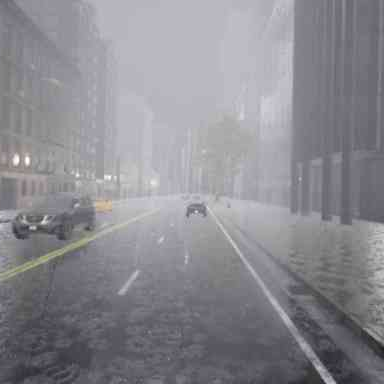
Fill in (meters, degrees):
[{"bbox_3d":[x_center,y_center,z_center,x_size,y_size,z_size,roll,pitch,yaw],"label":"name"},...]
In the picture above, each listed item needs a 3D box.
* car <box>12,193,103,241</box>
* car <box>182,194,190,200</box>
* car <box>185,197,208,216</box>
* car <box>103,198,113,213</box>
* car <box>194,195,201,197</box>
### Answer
[{"bbox_3d":[-6.369,1.079,16.179,2.150,2.045,5.566,1,0,1],"label":"car"},{"bbox_3d":[-1.924,1.510,93.985,1.994,1.385,4.181,1,0,1],"label":"car"},{"bbox_3d":[0.452,1.503,32.447,1.837,1.490,4.892,1,0,1],"label":"car"},{"bbox_3d":[-9.287,1.277,33.144,1.882,1.535,5.008,1,0,1],"label":"car"},{"bbox_3d":[1.320,1.523,93.521,1.837,1.490,4.892,1,0,1],"label":"car"}]
